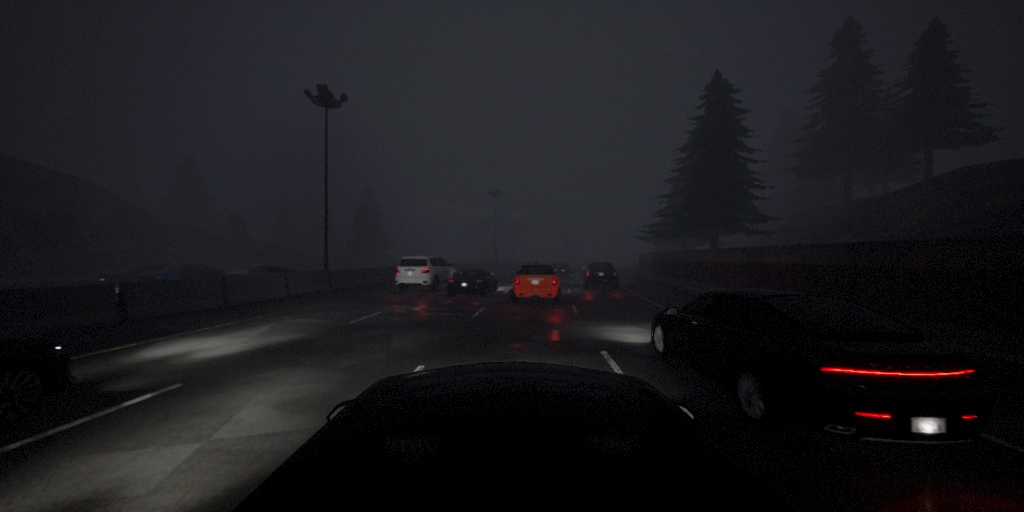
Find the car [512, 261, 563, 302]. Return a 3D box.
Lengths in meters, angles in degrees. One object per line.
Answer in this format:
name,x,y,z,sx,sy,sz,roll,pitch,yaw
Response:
car,1.255,1.140,17.331,2.097,1.767,4.553,0,0,7

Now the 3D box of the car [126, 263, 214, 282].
car,-22.627,1.267,24.747,1.882,1.535,5.008,0,0,9

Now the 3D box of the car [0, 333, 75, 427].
car,-6.806,1.239,2.722,2.128,1.511,4.902,0,0,1

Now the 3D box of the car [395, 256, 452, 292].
car,-5.154,1.017,22.207,2.150,2.045,5.566,0,0,9

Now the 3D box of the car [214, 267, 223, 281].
car,-18.803,1.322,26.508,1.812,1.442,4.674,0,0,10

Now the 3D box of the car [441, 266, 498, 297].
car,-2.016,1.354,19.221,1.994,1.385,4.181,0,0,8

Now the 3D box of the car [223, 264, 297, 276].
car,-15.768,1.355,23.261,1.994,1.385,4.181,0,0,9

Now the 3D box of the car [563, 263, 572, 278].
car,4.719,1.380,35.227,2.033,1.411,5.357,0,0,15

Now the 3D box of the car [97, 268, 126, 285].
car,-26.037,1.294,25.515,1.837,1.490,4.892,0,0,9

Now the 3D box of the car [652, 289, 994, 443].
car,3.764,1.265,5.587,1.837,1.490,4.892,0,0,2

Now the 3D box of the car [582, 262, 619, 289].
car,5.823,1.159,23.955,2.097,1.767,4.553,0,0,10
